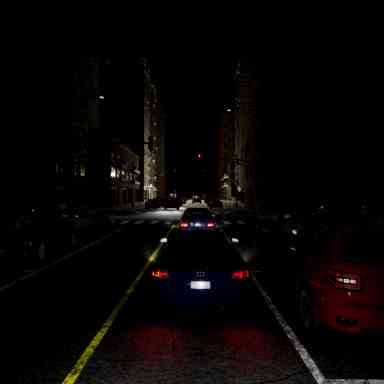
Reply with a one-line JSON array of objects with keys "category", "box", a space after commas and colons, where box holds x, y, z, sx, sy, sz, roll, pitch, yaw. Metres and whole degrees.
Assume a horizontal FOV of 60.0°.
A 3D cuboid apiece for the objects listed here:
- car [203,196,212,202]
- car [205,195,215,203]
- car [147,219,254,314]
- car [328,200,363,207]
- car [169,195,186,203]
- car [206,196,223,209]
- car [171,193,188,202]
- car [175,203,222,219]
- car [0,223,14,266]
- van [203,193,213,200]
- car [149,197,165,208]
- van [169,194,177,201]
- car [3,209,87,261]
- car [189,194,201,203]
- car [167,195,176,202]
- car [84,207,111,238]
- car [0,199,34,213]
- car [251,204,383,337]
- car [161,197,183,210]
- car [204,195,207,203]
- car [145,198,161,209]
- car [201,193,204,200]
[{"category": "car", "box": [3.666, 1.608, 78.890, 1.802, 1.307, 4.206, 1, 0, 1]}, {"category": "car", "box": [3.307, 1.594, 50.526, 1.802, 1.307, 4.206, 1, 0, 1]}, {"category": "car", "box": [0.175, 1.566, 7.712, 1.994, 1.385, 4.181, 0, 0, 1]}, {"category": "car", "box": [13.988, 1.502, 31.920, 4.553, 1.767, 2.097, 0, -1, 1]}, {"category": "car", "box": [-2.433, 1.614, 52.607, 1.895, 1.301, 4.718, 0, 0, 1]}, {"category": "car", "box": [3.235, 1.593, 44.853, 1.802, 1.307, 4.206, 1, 0, 1]}, {"category": "car", "box": [-2.283, 1.369, 62.248, 2.097, 1.767, 4.553, 0, 0, 1]}, {"category": "car", "box": [0.269, 1.552, 17.776, 2.033, 1.411, 5.357, 0, 0, 0]}, {"category": "car", "box": [-5.776, 1.527, 6.534, 1.752, 1.417, 4.829, 1, 0, 1]}, {"category": "van", "box": [3.453, 1.358, 61.872, 1.690, 1.788, 3.998, 1, 0, 1]}, {"category": "car", "box": [-5.218, 1.557, 50.642, 1.887, 1.381, 4.507, 1, 0, 1]}, {"category": "van", "box": [-4.784, 1.371, 84.677, 1.690, 1.788, 3.998, 1, 0, 1]}, {"category": "car", "box": [-5.703, 1.547, 12.328, 1.887, 1.381, 4.507, 1, 0, 1]}, {"category": "car", "box": [0.962, 1.567, 67.790, 2.033, 1.411, 5.357, 0, 0, -1]}, {"category": "car", "box": [-4.857, 1.466, 79.004, 1.967, 1.590, 4.097, 1, 0, 1]}, {"category": "car", "box": [-5.634, 1.529, 17.782, 1.752, 1.417, 4.829, 1, 0, 1]}, {"category": "car", "box": [-16.425, 1.342, 29.272, 4.902, 1.511, 2.128, 1, -1, 1]}, {"category": "car", "box": [2.753, 1.316, 6.587, 2.192, 1.841, 5.009, 1, 0, 1]}, {"category": "car", "box": [-2.559, 1.611, 43.176, 1.895, 1.301, 4.718, 0, 0, 1]}, {"category": "car", "box": [3.379, 1.596, 56.199, 1.802, 1.307, 4.206, 1, 0, 1]}, {"category": "car", "box": [-5.289, 1.555, 44.970, 1.887, 1.381, 4.507, 1, 0, 1]}, {"category": "car", "box": [3.525, 1.335, 67.545, 2.192, 1.841, 5.009, 1, 0, 1]}]
